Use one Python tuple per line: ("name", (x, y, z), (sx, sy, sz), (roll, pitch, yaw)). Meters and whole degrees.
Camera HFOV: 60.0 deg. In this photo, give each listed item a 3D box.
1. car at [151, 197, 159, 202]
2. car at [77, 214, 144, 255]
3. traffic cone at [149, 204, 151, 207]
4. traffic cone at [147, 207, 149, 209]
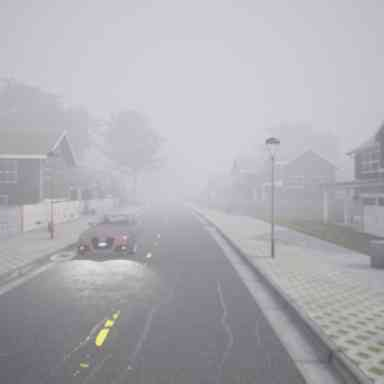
("car", (-9.963, 1.936, 89.650), (2.033, 1.411, 5.357), (0, 0, -10))
("car", (-3.077, 1.581, 13.227), (1.994, 1.385, 4.181), (0, 0, -2))
("traffic cone", (-5.980, 2.077, 45.218), (0.340, 0.580, 0.340), (0, 0, -5))
("traffic cone", (-5.624, 2.054, 40.242), (0.340, 0.580, 0.340), (0, 0, -8))
